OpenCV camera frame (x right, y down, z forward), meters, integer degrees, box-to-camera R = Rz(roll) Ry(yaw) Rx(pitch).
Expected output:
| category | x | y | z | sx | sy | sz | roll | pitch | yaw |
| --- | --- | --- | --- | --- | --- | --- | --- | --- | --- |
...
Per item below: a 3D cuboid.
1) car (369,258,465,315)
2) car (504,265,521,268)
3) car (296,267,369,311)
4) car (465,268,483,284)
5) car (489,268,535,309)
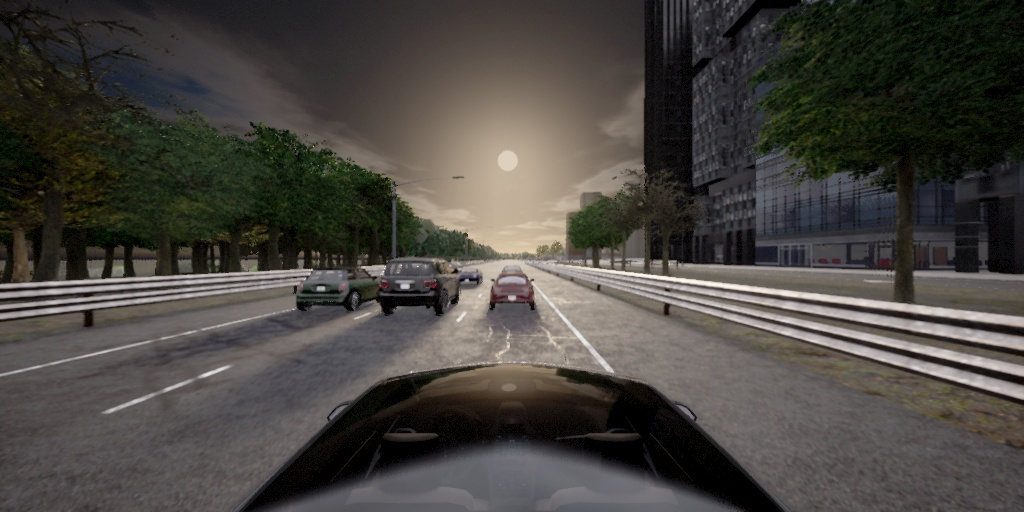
| category | x | y | z | sx | sy | sz | roll | pitch | yaw |
| --- | --- | --- | --- | --- | --- | --- | --- | --- | --- |
| car | -3.490 | 1.104 | 14.432 | 2.150 | 2.045 | 5.566 | 0 | 0 | 0 |
| car | 0.031 | 1.519 | 31.083 | 1.882 | 1.535 | 5.008 | 0 | 0 | 1 |
| car | -6.976 | 1.238 | 15.256 | 2.097 | 1.767 | 4.553 | 0 | -1 | 1 |
| car | -3.481 | 1.633 | 30.086 | 1.895 | 1.301 | 4.718 | 0 | -1 | 1 |
| car | 0.027 | 1.417 | 15.745 | 1.812 | 1.442 | 4.674 | 0 | 0 | 1 |
